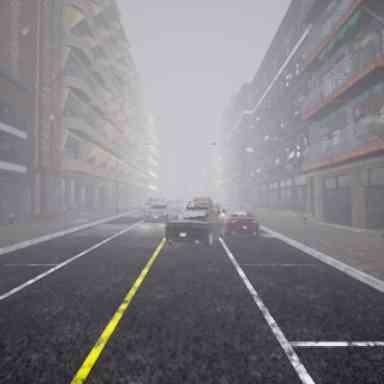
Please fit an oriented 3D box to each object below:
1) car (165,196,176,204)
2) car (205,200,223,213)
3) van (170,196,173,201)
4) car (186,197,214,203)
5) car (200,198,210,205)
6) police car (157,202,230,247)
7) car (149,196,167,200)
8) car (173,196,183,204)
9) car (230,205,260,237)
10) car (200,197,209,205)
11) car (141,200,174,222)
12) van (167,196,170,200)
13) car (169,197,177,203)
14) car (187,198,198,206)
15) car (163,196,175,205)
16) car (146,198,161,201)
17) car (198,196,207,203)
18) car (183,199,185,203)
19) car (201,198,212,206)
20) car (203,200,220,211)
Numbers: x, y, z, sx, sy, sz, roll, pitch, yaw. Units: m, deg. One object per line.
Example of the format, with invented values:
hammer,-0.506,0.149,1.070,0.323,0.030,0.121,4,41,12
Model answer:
car,-5.125,1.837,79.577,2.192,1.841,5.009,1,0,0
car,2.670,1.773,40.785,1.887,1.381,4.507,1,0,0
van,-5.160,1.727,62.987,1.690,1.788,3.998,1,0,0
car,0.742,1.482,25.261,2.097,1.767,4.553,0,0,-3
car,2.727,1.974,68.438,1.887,1.381,4.507,1,0,0
police car,0.309,1.502,15.717,1.930,1.638,5.238,0,0,15
car,-5.193,1.581,46.397,2.192,1.841,5.009,2,0,0
car,-2.608,1.810,68.731,2.097,1.767,4.553,0,0,0
car,2.624,1.638,18.663,1.887,1.381,4.507,1,0,0
car,2.748,1.914,73.970,1.967,1.590,4.097,1,0,0
car,-2.790,1.672,27.880,1.812,1.442,4.674,0,0,0
van,-5.171,1.684,57.455,1.690,1.788,3.998,2,0,0
car,-5.109,2.184,90.638,1.947,1.339,4.313,1,-1,0
car,0.138,1.900,66.055,2.128,1.511,4.902,0,0,0
car,-5.137,1.790,74.048,2.192,1.841,5.009,1,0,0
car,-5.210,1.754,40.694,1.752,1.417,4.829,2,0,0
car,2.732,1.883,85.033,2.192,1.841,5.009,1,-1,0
car,0.107,1.861,51.049,1.994,1.385,4.181,0,0,0
car,2.716,1.930,62.908,1.887,1.381,4.507,1,0,0
car,2.681,1.816,46.316,2.008,1.369,4.403,1,0,0
